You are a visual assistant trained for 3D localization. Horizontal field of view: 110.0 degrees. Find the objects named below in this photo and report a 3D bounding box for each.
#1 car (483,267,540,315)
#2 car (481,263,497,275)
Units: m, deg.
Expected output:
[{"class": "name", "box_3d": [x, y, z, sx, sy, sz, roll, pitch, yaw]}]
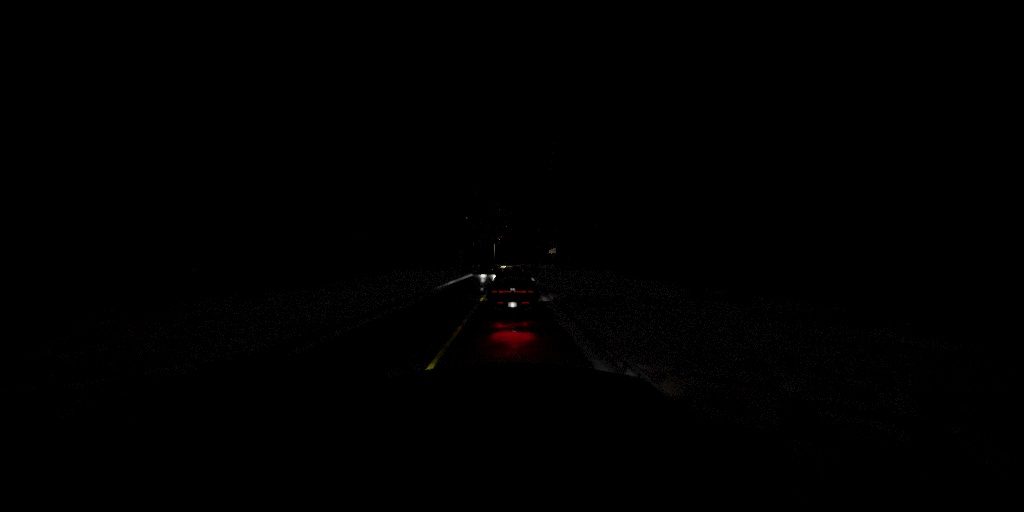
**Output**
[{"class": "car", "box_3d": [0.047, 1.375, 14.327, 1.837, 1.490, 4.892, 0, 0, 1]}, {"class": "car", "box_3d": [-3.038, 1.705, 48.089, 1.837, 1.490, 4.892, 0, -1, 1]}]
